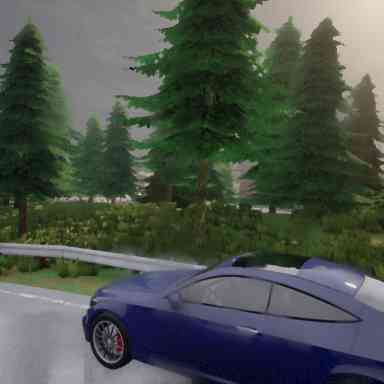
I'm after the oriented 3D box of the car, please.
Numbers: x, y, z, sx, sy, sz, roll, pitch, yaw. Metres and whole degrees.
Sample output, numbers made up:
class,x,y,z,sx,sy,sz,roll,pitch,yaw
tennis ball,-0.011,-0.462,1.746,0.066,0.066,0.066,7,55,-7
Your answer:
class,x,y,z,sx,sy,sz,roll,pitch,yaw
car,0.744,1.499,4.106,4.674,1.442,1.812,1,1,31
